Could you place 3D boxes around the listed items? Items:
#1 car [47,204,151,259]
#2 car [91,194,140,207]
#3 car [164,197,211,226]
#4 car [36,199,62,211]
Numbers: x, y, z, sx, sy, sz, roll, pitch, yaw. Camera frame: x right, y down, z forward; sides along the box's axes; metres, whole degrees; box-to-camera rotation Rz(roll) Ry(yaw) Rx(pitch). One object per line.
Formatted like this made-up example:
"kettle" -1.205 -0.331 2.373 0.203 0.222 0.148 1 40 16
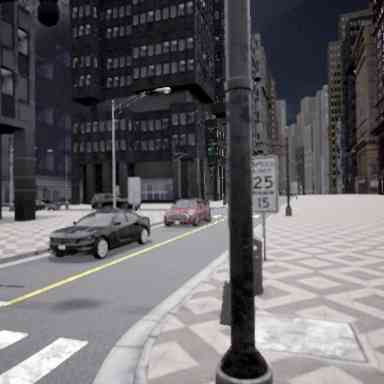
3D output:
"car" -3.339 1.464 12.909 1.882 1.535 5.008 -1 0 19
"car" -8.420 1.179 36.617 5.566 2.045 2.150 -1 -1 21
"car" -0.235 1.243 22.128 2.097 1.767 4.553 -1 0 18
"car" -17.988 1.639 39.810 4.892 1.490 1.837 -1 -1 18
